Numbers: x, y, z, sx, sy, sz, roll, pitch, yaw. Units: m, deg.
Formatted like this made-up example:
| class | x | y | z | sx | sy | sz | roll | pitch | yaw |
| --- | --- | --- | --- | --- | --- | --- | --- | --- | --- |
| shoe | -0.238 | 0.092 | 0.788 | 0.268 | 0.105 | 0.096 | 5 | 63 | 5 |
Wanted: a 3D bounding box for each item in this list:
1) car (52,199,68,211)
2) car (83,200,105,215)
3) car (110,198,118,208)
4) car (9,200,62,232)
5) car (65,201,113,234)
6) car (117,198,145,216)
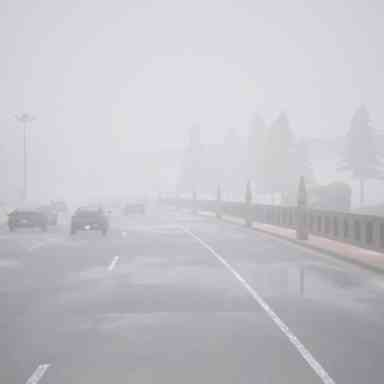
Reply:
| class | x | y | z | sx | sy | sz | roll | pitch | yaw |
| --- | --- | --- | --- | --- | --- | --- | --- | --- | --- |
| car | -14.320 | 1.491 | 35.563 | 2.128 | 1.511 | 4.902 | 0 | 0 | -22 |
| car | -10.546 | 1.601 | 35.625 | 1.895 | 1.301 | 4.718 | 0 | 0 | -21 |
| car | -9.771 | 1.526 | 42.740 | 1.812 | 1.442 | 4.674 | 0 | 0 | -24 |
| car | -9.570 | 1.478 | 20.361 | 1.882 | 1.535 | 5.008 | 0 | -1 | -13 |
| car | -5.755 | 1.506 | 19.165 | 1.837 | 1.490 | 4.892 | 0 | 0 | -11 |
| car | -5.931 | 1.478 | 32.990 | 1.882 | 1.535 | 5.008 | 0 | 0 | -19 |
